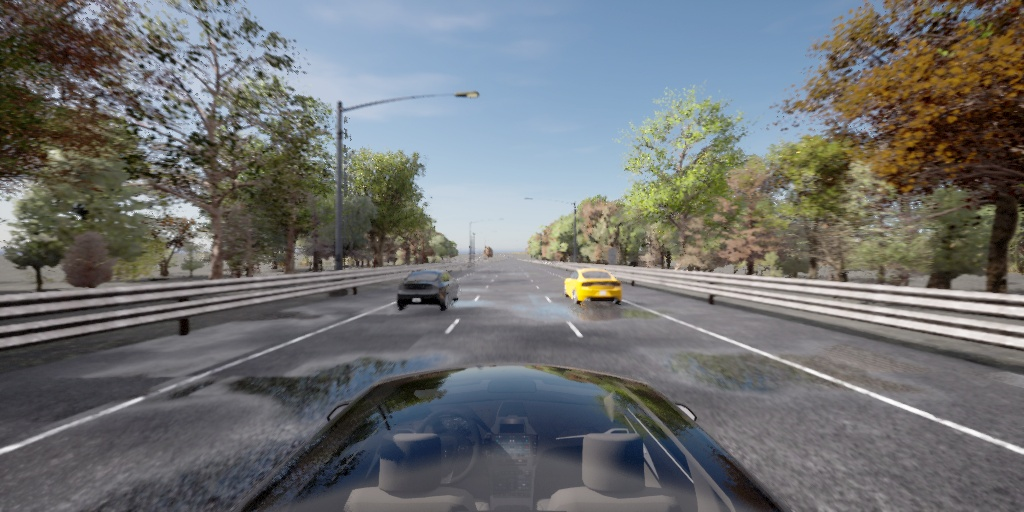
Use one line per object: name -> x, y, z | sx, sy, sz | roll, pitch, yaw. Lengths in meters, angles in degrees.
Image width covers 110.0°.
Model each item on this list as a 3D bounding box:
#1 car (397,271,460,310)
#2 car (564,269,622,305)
car -> -3.397, 1.346, 15.200 | 1.837, 1.490, 4.892 | 0, 0, 0
car -> 3.603, 1.329, 16.682 | 1.882, 1.535, 5.008 | 0, 0, 0
